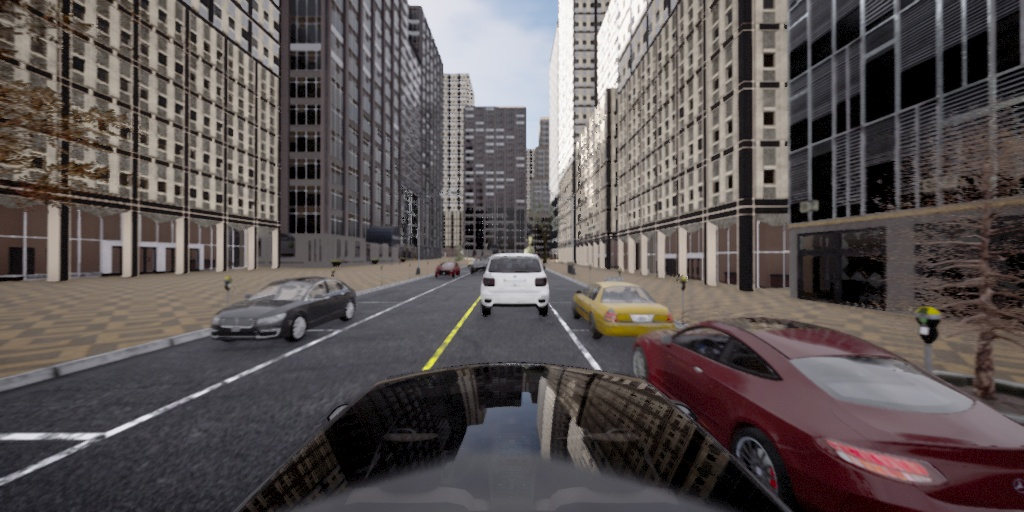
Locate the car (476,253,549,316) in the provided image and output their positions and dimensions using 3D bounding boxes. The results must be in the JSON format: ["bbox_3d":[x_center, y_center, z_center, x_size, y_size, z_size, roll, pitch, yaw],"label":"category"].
[{"bbox_3d":[0.093,0.925,13.235,2.150,2.045,5.566,0,0,0],"label":"car"}]

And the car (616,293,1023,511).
[{"bbox_3d":[2.691,1.323,3.942,1.802,1.307,4.207,0,0,0],"label":"car"}]

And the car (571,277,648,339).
[{"bbox_3d":[2.690,1.243,9.754,1.751,1.417,4.829,0,0,0],"label":"car"}]

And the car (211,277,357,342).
[{"bbox_3d":[-5.691,1.268,9.564,2.007,1.370,4.403,0,0,0],"label":"car"}]

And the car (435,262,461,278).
[{"bbox_3d":[-5.694,1.167,32.134,1.888,1.381,4.507,0,0,0],"label":"car"}]

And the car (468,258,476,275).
[{"bbox_3d":[-3.101,1.110,36.220,1.837,1.490,4.892,0,0,0],"label":"car"}]
